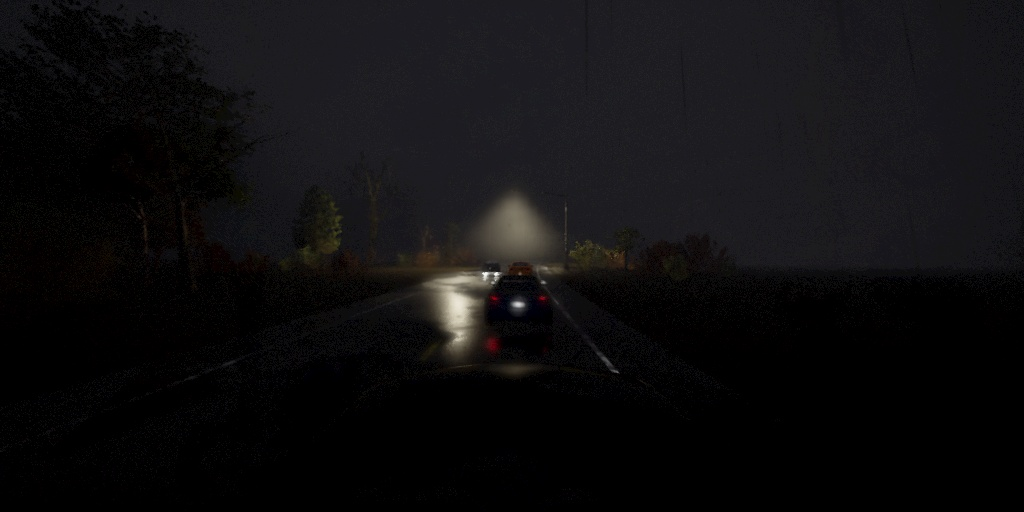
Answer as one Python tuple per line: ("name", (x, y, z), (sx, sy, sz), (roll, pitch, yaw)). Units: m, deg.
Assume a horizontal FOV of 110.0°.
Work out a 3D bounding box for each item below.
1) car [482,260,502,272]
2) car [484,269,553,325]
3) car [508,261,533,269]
("car", (-2.336, 1.196, 42.076), (1.994, 1.385, 4.181), (0, 0, 4))
("car", (0.207, 1.287, 11.672), (1.994, 1.385, 4.181), (0, 0, 1))
("car", (0.710, 1.150, 29.159), (1.882, 1.535, 5.008), (0, 0, 2))
